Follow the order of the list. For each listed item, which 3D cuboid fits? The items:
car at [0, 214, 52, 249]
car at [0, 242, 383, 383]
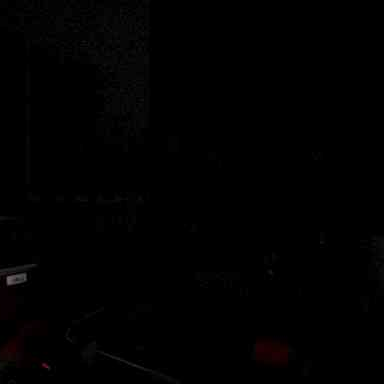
[{"bbox_3d":[-4.423,1.317,6.102,5.009,1.841,2.192,0,0,35],"label":"car"},{"bbox_3d":[0.010,1.441,2.953,4.097,1.590,1.967,0,0,35],"label":"car"}]
